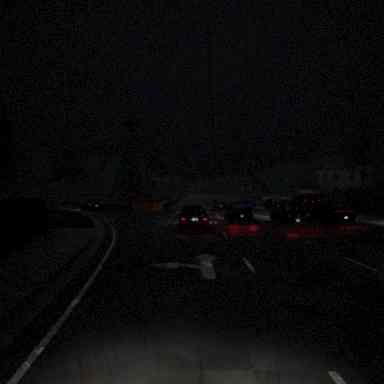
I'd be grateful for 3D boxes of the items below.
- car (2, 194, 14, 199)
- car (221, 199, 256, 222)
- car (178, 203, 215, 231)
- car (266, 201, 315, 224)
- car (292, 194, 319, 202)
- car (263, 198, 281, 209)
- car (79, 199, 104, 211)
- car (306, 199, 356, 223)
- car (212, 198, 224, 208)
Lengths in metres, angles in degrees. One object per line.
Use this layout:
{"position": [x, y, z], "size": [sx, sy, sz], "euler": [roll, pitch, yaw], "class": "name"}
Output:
{"position": [-38.972, 1.358, 69.580], "size": [4.553, 1.767, 2.097], "euler": [0, 0, 40], "class": "car"}
{"position": [3.606, 1.529, 26.198], "size": [1.812, 1.442, 4.674], "euler": [0, 0, 0], "class": "car"}
{"position": [0.103, 1.550, 20.744], "size": [2.033, 1.411, 5.357], "euler": [0, 0, 0], "class": "car"}
{"position": [7.105, 1.604, 24.501], "size": [1.895, 1.301, 4.718], "euler": [0, 0, 0], "class": "car"}
{"position": [14.094, 1.227, 41.389], "size": [2.150, 2.045, 5.566], "euler": [0, 0, 0], "class": "car"}
{"position": [10.607, 1.531, 43.211], "size": [1.812, 1.442, 4.674], "euler": [0, 0, 0], "class": "car"}
{"position": [-12.178, 1.569, 40.225], "size": [1.994, 1.385, 4.181], "euler": [0, 0, -34], "class": "car"}
{"position": [10.605, 1.508, 25.288], "size": [1.837, 1.490, 4.892], "euler": [0, 0, 0], "class": "car"}
{"position": [3.607, 1.531, 43.222], "size": [1.812, 1.442, 4.674], "euler": [0, 0, 0], "class": "car"}
